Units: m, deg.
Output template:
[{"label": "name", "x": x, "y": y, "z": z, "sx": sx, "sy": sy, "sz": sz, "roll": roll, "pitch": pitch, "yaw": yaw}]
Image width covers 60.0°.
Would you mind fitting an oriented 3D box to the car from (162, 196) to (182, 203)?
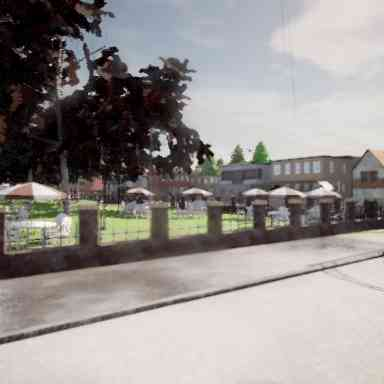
[{"label": "car", "x": -3.326, "y": 1.540, "z": 57.394, "sx": 1.837, "sy": 1.490, "sz": 4.892, "roll": 0, "pitch": -1, "yaw": -35}]
